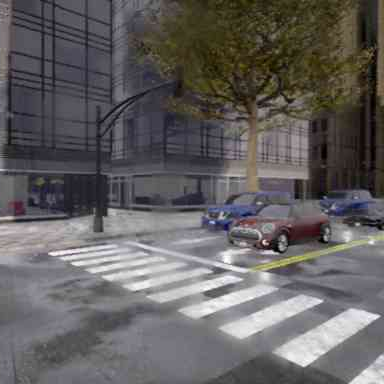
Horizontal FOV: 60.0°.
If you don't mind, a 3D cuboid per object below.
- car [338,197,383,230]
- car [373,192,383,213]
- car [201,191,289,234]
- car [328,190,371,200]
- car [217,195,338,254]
[{"bbox_3d":[10.600,1.261,19.040,5.357,1.411,2.033,-1,1,-41],"label":"car"},{"bbox_3d":[18.391,0.887,30.029,4.553,1.767,2.097,-1,1,-41],"label":"car"},{"bbox_3d":[2.992,0.994,16.764,5.566,2.045,2.150,-1,1,-41],"label":"car"},{"bbox_3d":[10.843,0.874,23.534,5.566,2.045,2.150,-1,1,-41],"label":"car"},{"bbox_3d":[3.433,1.173,12.853,4.553,1.767,2.097,-1,1,-41],"label":"car"}]
